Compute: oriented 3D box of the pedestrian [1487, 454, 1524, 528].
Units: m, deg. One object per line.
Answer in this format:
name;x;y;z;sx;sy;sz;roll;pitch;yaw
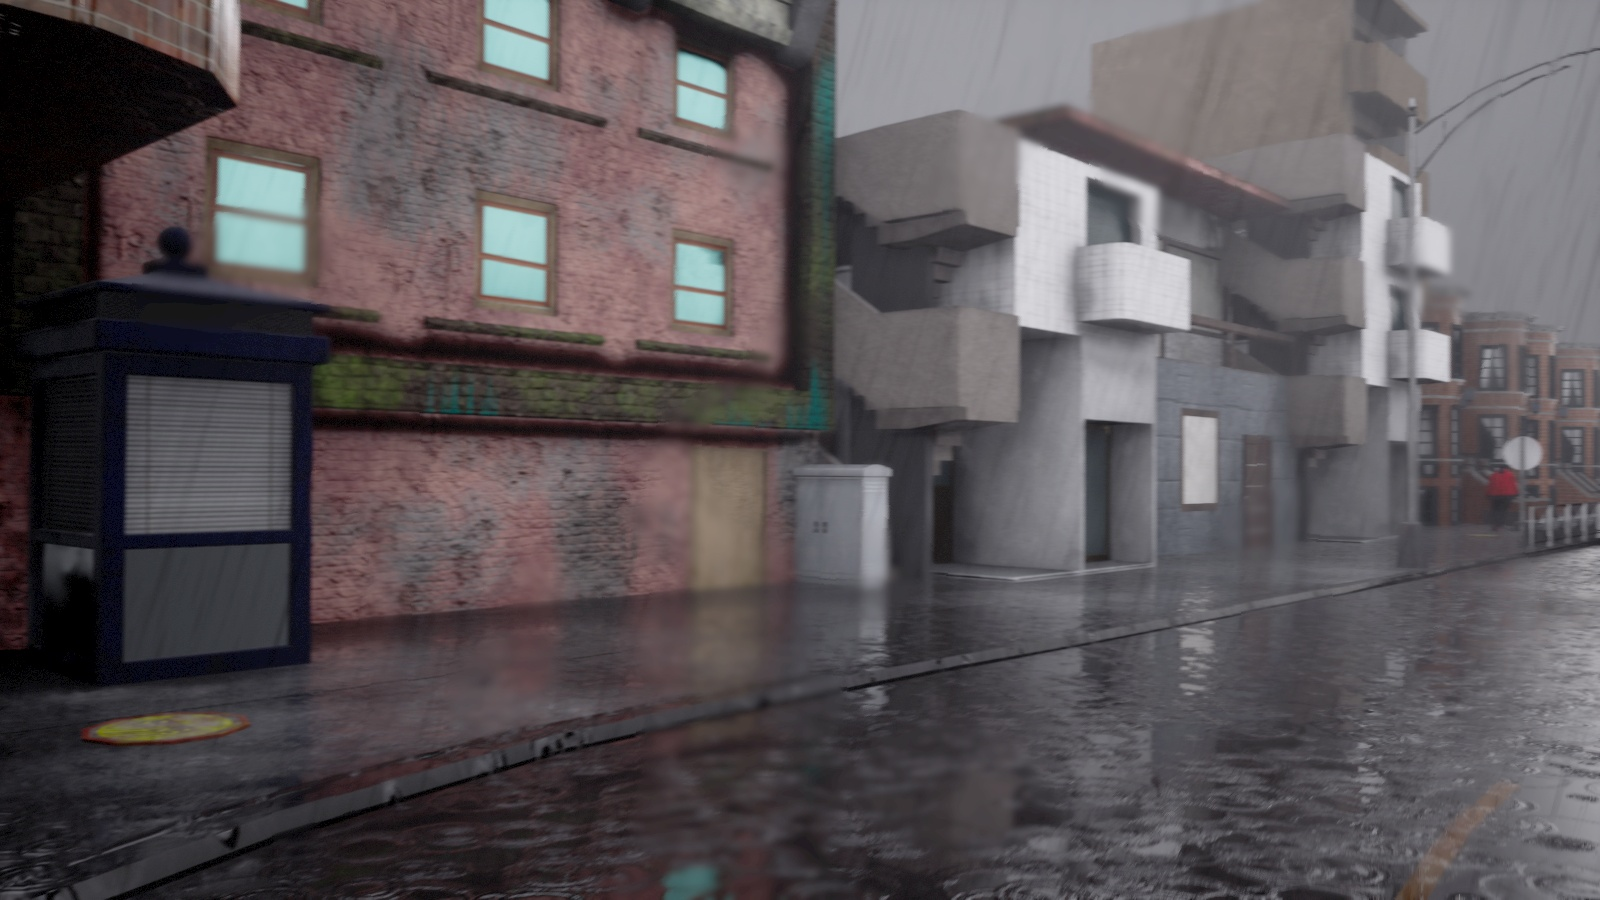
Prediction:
pedestrian;18.087;1.043;32.186;0.634;1.844;0.899;-1;-1;41
